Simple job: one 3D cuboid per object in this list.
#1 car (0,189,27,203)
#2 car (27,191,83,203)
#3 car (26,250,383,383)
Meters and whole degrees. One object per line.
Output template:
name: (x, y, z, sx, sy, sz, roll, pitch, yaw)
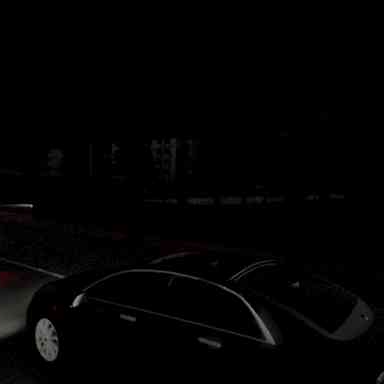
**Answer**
car: (-19.448, 0.461, 35.481, 2.128, 1.511, 4.902, 2, 1, 38)
car: (-14.515, 0.633, 36.144, 2.033, 1.411, 5.357, 2, 1, 38)
car: (-0.113, 1.493, 4.063, 4.892, 1.490, 1.837, 1, 0, 36)
